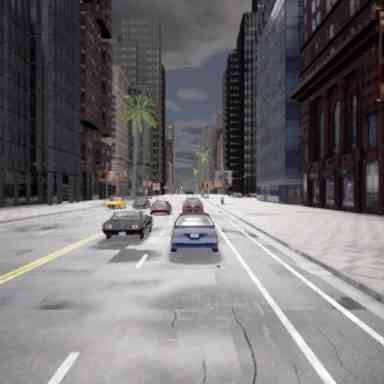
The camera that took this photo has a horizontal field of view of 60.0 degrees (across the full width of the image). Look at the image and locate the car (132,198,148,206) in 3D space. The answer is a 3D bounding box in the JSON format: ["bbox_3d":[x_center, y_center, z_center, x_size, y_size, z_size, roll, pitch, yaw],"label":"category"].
[{"bbox_3d":[-6.593,1.506,43.349,1.837,1.490,4.892,0,0,0],"label":"car"}]

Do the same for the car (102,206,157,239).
[{"bbox_3d":[-3.152,1.601,17.304,1.895,1.301,4.718,0,0,0],"label":"car"}]

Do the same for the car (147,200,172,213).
[{"bbox_3d":[-3.154,1.565,34.805,1.994,1.385,4.181,0,0,0],"label":"car"}]

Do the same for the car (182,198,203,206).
[{"bbox_3d":[0.096,1.353,34.006,2.097,1.767,4.553,0,0,0],"label":"car"}]

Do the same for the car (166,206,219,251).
[{"bbox_3d":[0.094,1.548,13.976,2.033,1.411,5.357,0,0,0],"label":"car"}]

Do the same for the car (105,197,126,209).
[{"bbox_3d":[-9.838,1.479,43.135,1.882,1.535,5.008,0,0,0],"label":"car"}]
